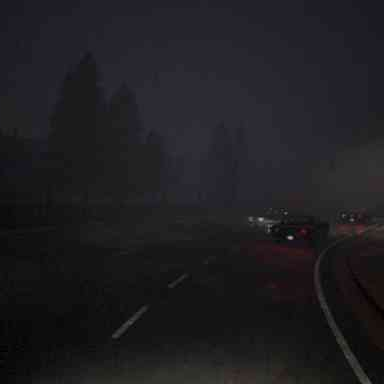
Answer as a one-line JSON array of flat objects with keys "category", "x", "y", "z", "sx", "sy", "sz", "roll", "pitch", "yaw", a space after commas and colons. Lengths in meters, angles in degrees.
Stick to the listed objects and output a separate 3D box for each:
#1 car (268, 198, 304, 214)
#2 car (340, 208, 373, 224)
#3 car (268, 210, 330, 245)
[{"category": "car", "x": 10.014, "y": 1.703, "z": 35.081, "sx": 2.150, "sy": 2.045, "sz": 5.566, "roll": 0, "pitch": -1, "yaw": 37}, {"category": "car", "x": 14.527, "y": 2.055, "z": 29.222, "sx": 1.895, "sy": 1.301, "sz": 4.718, "roll": 0, "pitch": -1, "yaw": 37}, {"category": "car", "x": 5.750, "y": 1.843, "z": 17.188, "sx": 1.895, "sy": 1.301, "sz": 4.718, "roll": 0, "pitch": -1, "yaw": 33}]
